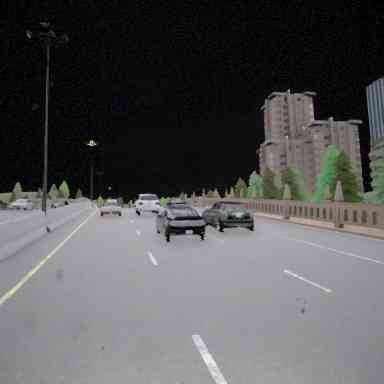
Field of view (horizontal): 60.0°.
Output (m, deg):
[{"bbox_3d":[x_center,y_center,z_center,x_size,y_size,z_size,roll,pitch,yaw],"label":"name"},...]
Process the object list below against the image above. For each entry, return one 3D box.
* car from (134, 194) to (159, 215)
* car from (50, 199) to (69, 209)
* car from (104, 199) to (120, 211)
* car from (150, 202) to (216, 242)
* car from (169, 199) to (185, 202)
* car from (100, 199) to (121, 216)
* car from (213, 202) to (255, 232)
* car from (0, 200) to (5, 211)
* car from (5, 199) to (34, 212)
[{"bbox_3d":[-4.635,1.238,33.960,2.150,2.045,5.566,0,0,-13],"label":"car"},{"bbox_3d":[-18.245,1.671,45.913,2.128,1.511,4.902,0,-2,-13],"label":"car"},{"bbox_3d":[-10.142,1.575,42.356,1.812,1.442,4.674,0,-1,-13],"label":"car"},{"bbox_3d":[-0.666,1.497,16.634,2.128,1.511,4.902,0,0,-13],"label":"car"},{"bbox_3d":[-1.694,1.504,36.814,2.128,1.511,4.902,0,0,-13],"label":"car"},{"bbox_3d":[-7.835,1.620,32.267,1.895,1.301,4.718,0,0,-13],"label":"car"},{"bbox_3d":[2.073,1.356,20.349,2.097,1.767,4.553,0,0,-13],"label":"car"},{"bbox_3d":[-24.331,1.621,40.979,1.812,1.442,4.674,0,-1,-12],"label":"car"},{"bbox_3d":[-20.627,1.592,40.418,1.812,1.442,4.674,0,-1,-12],"label":"car"}]
